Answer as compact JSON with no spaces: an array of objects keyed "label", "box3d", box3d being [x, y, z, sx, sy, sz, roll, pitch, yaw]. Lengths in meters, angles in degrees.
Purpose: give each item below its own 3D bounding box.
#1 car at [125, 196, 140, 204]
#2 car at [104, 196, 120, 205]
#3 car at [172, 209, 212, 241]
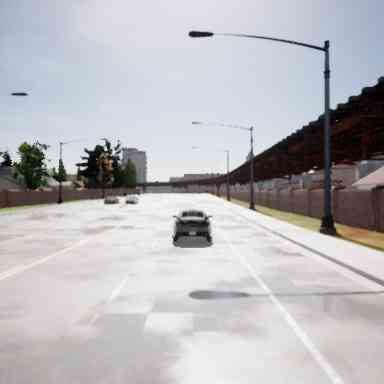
[{"label":"car","box3d":[-10.422,1.426,58.467,2.033,1.411,5.357,0,1,0]},{"label":"car","box3d":[-13.926,1.381,57.956,1.812,1.442,4.674,0,1,0]},{"label":"car","box3d":[0.023,1.656,17.652,1.837,1.490,4.892,0,0,0]}]
